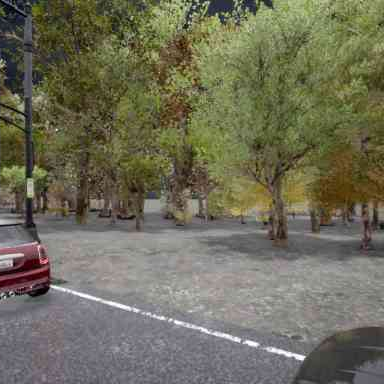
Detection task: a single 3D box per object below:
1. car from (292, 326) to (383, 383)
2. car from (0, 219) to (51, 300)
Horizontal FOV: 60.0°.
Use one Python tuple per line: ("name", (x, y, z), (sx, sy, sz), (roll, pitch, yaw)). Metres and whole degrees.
("car", (2.944, 1.497, 1.588), (4.892, 1.490, 1.837), (0, 1, 36))
("car", (-5.196, 1.350, 7.379), (4.553, 1.767, 2.097), (0, 1, 35))
